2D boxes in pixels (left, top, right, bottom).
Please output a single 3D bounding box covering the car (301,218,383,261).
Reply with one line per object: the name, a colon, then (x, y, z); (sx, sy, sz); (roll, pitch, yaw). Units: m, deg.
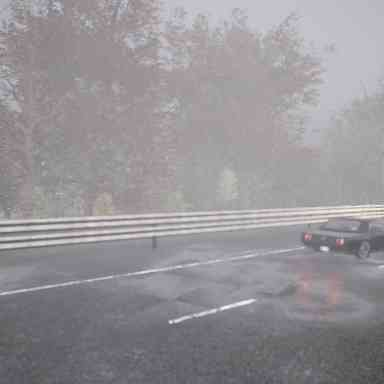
car: (6.295, 1.625, 12.472); (4.718, 1.301, 1.895); (0, 0, -35)
